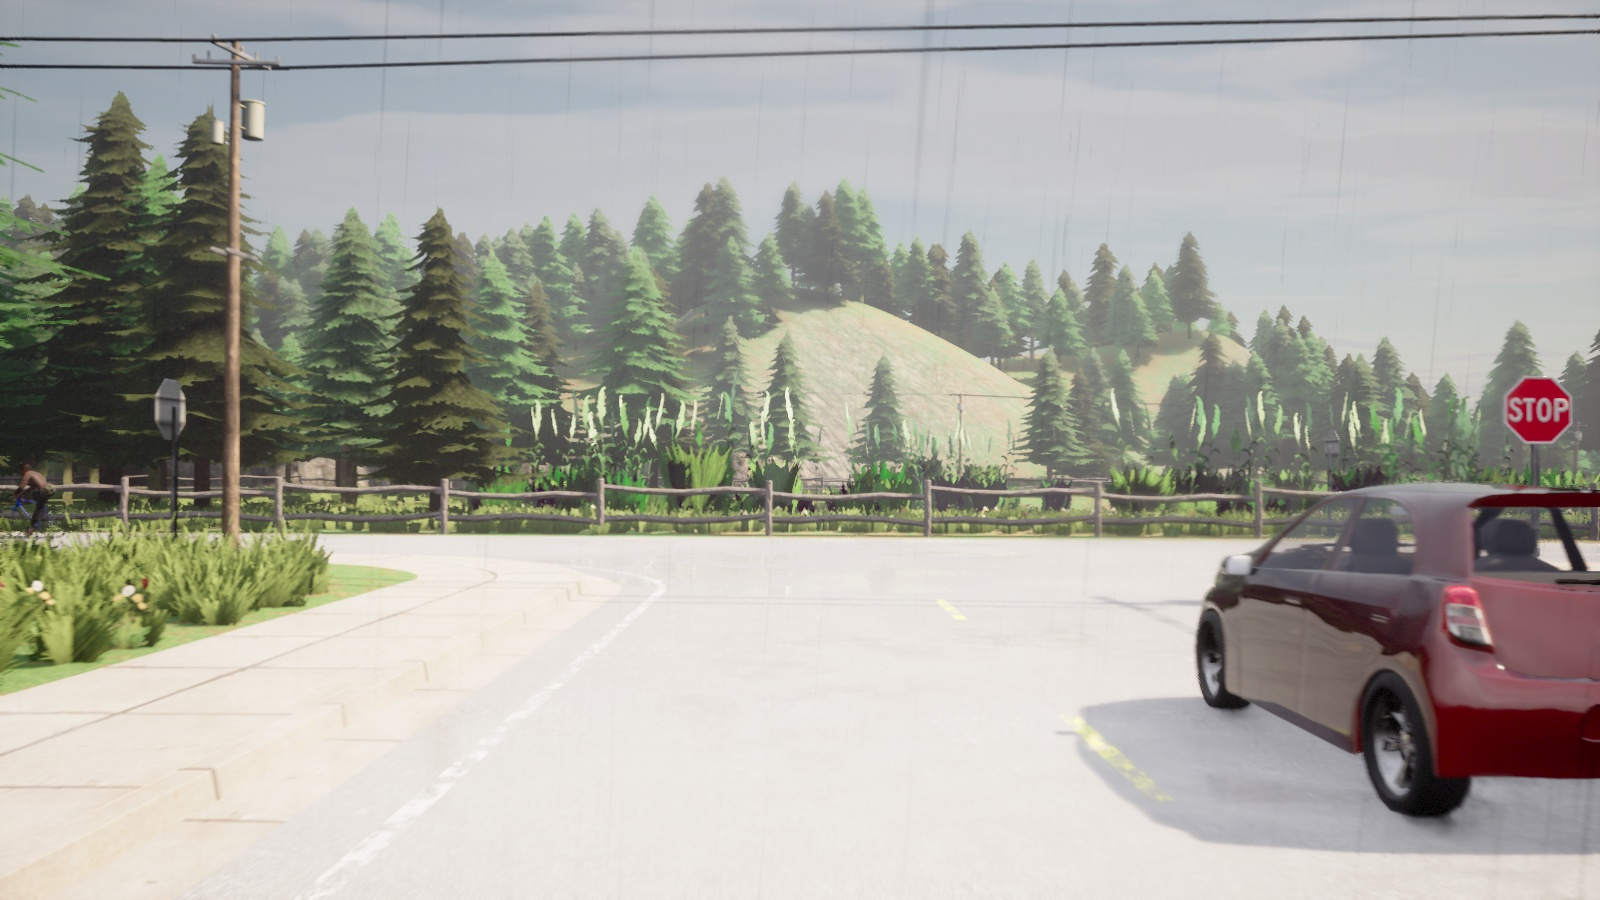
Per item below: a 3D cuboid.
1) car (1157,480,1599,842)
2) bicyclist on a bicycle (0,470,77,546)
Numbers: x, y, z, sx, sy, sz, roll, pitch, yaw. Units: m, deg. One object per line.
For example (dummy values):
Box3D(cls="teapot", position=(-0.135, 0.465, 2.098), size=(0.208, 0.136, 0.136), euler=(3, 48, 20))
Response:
Box3D(cls="car", position=(3.483, 0.934, 7.141), size=(1.845, 1.501, 3.633), euler=(0, -1, 0))
Box3D(cls="bicyclist on a bicycle", position=(-16.642, 1.254, 27.185), size=(1.656, 1.620, 0.582), euler=(-1, -1, 3))
